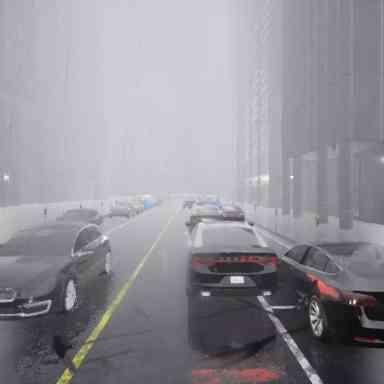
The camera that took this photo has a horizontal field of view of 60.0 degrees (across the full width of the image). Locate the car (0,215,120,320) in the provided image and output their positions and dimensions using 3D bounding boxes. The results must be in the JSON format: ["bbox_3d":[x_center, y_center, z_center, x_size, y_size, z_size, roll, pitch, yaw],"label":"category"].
[{"bbox_3d":[-3.149,1.504,7.595,1.837,1.490,4.892,0,0,0],"label":"car"}]

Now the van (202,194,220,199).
[{"bbox_3d":[2.475,1.337,40.120,1.690,1.788,3.998,0,0,0],"label":"van"}]

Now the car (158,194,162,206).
[{"bbox_3d":[-6.131,1.435,51.335,1.967,1.590,4.097,0,0,0],"label":"car"}]

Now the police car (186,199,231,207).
[{"bbox_3d":[0.770,1.424,18.758,1.930,1.638,5.238,0,0,0],"label":"police car"}]

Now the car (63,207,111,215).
[{"bbox_3d":[-5.887,1.564,17.492,1.947,1.339,4.313,0,0,0],"label":"car"}]

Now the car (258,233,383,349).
[{"bbox_3d":[2.719,1.565,6.277,1.947,1.339,4.313,0,0,0],"label":"car"}]

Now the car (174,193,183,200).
[{"bbox_3d":[-3.638,1.209,89.251,2.150,2.045,5.566,0,0,0],"label":"car"}]

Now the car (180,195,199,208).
[{"bbox_3d":[-0.290,1.501,45.227,1.837,1.490,4.892,0,0,0],"label":"car"}]

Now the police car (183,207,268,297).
[{"bbox_3d":[0.785,1.425,8.748,1.930,1.638,5.238,0,0,-1],"label":"police car"}]

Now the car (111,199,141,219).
[{"bbox_3d":[-5.968,1.548,28.773,2.008,1.369,4.403,0,0,0],"label":"car"}]

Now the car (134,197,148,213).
[{"bbox_3d":[-6.008,1.522,34.243,1.752,1.417,4.829,0,0,0],"label":"car"}]

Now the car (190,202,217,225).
[{"bbox_3d":[0.728,1.524,24.648,1.812,1.442,4.674,0,0,0],"label":"car"}]

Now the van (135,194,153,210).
[{"bbox_3d":[-6.050,1.337,40.054,1.690,1.788,3.998,0,0,0],"label":"van"}]

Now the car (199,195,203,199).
[{"bbox_3d":[2.354,1.576,57.042,1.802,1.307,4.206,0,0,0],"label":"car"}]

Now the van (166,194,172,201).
[{"bbox_3d":[-6.334,1.331,79.540,1.690,1.788,3.998,0,0,0],"label":"van"}]

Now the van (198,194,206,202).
[{"bbox_3d":[2.231,1.332,73.963,1.690,1.788,3.998,0,0,0],"label":"van"}]

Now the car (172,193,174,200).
[{"bbox_3d":[-6.374,1.534,85.180,1.887,1.381,4.507,0,0,0],"label":"car"}]

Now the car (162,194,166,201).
[{"bbox_3d":[-6.172,1.309,56.976,2.192,1.841,5.009,0,0,0],"label":"car"}]

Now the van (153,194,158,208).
[{"bbox_3d":[-6.091,1.337,45.694,1.690,1.788,3.998,0,0,0],"label":"van"}]

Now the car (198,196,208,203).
[{"bbox_3d":[2.273,1.558,68.323,1.947,1.339,4.313,0,0,0],"label":"car"}]

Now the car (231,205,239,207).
[{"bbox_3d":[2.597,1.543,23.198,1.887,1.381,4.507,0,0,0],"label":"car"}]
